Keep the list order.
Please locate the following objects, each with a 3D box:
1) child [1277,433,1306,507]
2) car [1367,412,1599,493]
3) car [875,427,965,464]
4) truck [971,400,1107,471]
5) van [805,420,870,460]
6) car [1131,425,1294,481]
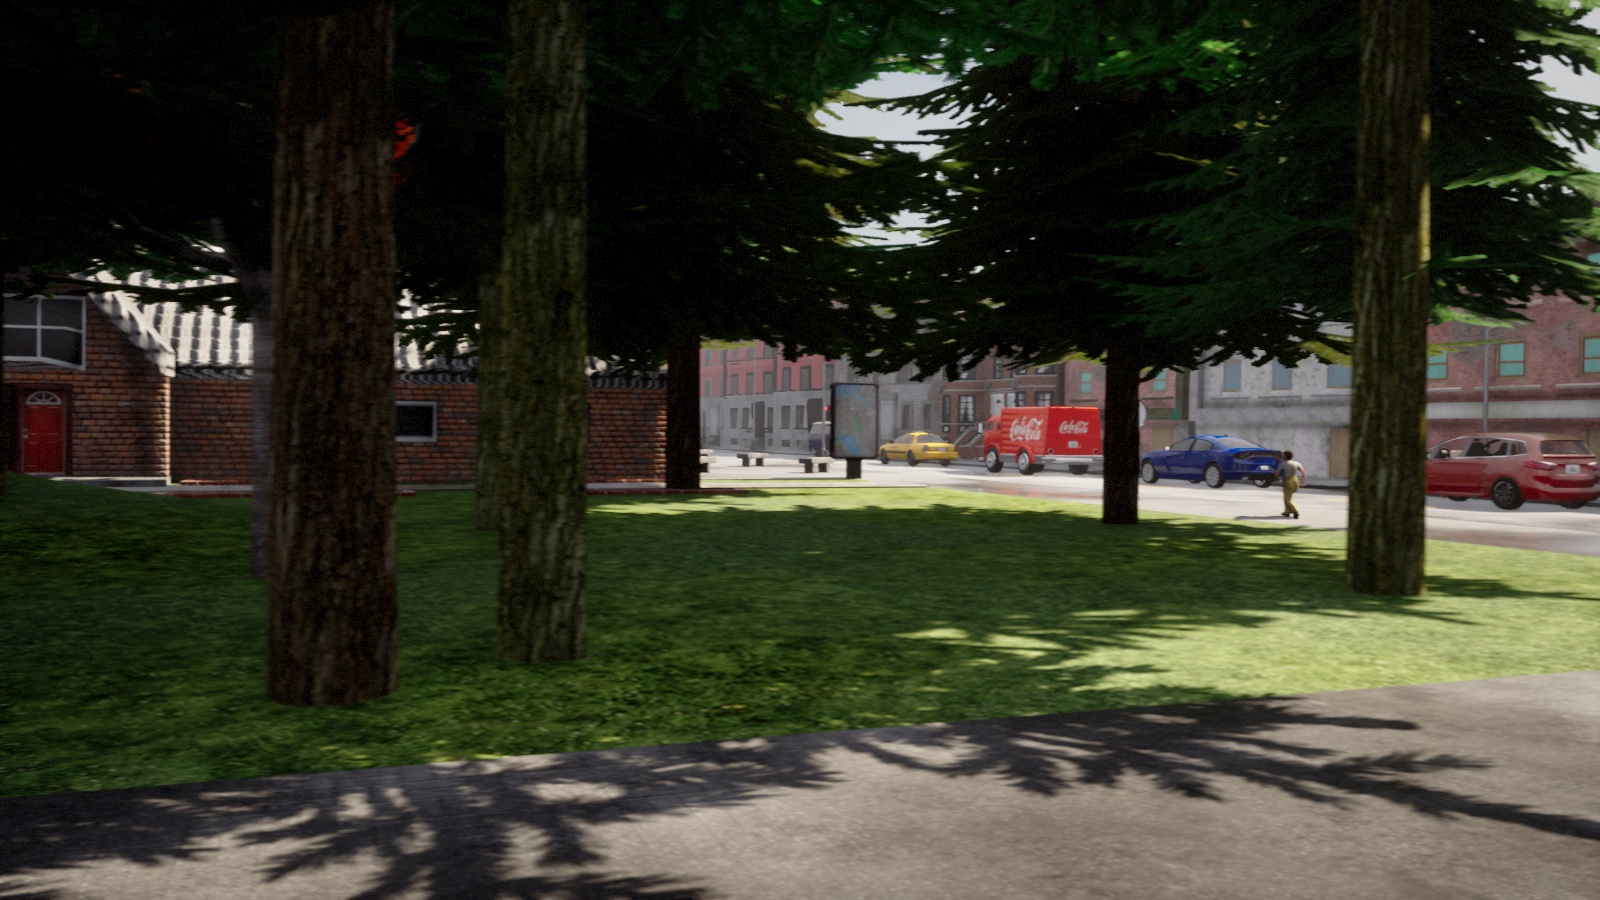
[{"bbox_3d":[8.548,0.340,21.828,0.270,1.263,0.437,-1,1,-12],"label":"child"},{"bbox_3d":[15.479,0.013,28.383,2.242,1.667,4.611,-1,1,-21],"label":"car"},{"bbox_3d":[5.246,-0.228,55.776,1.801,1.575,5.366,-1,1,-20],"label":"car"},{"bbox_3d":[8.732,-0.539,46.430,2.627,2.467,5.204,-1,1,-21],"label":"truck"},{"bbox_3d":[1.888,-0.523,64.709,1.775,1.987,4.442,-1,1,-21],"label":"van"},{"bbox_3d":[12.137,0.037,37.333,1.882,1.535,5.008,-1,1,-20],"label":"car"}]
